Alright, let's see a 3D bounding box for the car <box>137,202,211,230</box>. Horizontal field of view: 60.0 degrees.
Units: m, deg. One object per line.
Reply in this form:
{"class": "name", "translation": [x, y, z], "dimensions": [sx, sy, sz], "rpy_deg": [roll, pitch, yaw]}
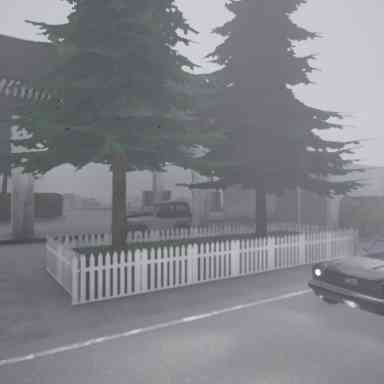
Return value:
{"class": "car", "translation": [-1.177, 1.556, 23.010], "dimensions": [4.611, 1.667, 2.242], "rpy_deg": [0, 0, -33]}

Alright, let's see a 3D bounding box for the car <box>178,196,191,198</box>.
{"class": "car", "translation": [-1.722, 1.566, 71.805], "dimensions": [1.845, 1.501, 3.633], "rpy_deg": [0, 0, -33]}

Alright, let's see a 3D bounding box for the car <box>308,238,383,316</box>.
{"class": "car", "translation": [4.622, 1.646, 6.970], "dimensions": [4.718, 1.301, 1.895], "rpy_deg": [0, 0, -33]}

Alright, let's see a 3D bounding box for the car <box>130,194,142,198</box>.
{"class": "car", "translation": [-10.104, 1.486, 66.365], "dimensions": [2.007, 1.523, 4.514], "rpy_deg": [0, 0, -33]}

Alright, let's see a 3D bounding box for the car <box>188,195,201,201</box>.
{"class": "car", "translation": [0.712, 1.715, 95.412], "dimensions": [1.845, 1.501, 3.633], "rpy_deg": [0, 0, -33]}

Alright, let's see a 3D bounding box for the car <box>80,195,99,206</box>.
{"class": "car", "translation": [-16.235, 1.474, 53.062], "dimensions": [1.970, 1.475, 3.806], "rpy_deg": [0, 0, -33]}

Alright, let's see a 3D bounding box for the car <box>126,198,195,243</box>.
{"class": "car", "translation": [-1.702, 1.361, 15.898], "dimensions": [3.866, 1.878, 1.905], "rpy_deg": [0, 0, -33]}

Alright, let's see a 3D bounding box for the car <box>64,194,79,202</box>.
{"class": "car", "translation": [-27.813, 1.296, 76.395], "dimensions": [2.152, 1.636, 5.027], "rpy_deg": [0, 0, -33]}

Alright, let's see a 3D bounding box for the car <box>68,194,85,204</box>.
{"class": "car", "translation": [-20.913, 1.214, 60.135], "dimensions": [1.932, 1.855, 4.605], "rpy_deg": [0, 0, -33]}

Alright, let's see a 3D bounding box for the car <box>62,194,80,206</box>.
{"class": "car", "translation": [-19.350, 1.171, 51.752], "dimensions": [1.905, 1.878, 3.866], "rpy_deg": [0, 0, -33]}

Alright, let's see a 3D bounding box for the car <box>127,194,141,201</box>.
{"class": "car", "translation": [-14.906, 1.331, 85.344], "dimensions": [1.932, 1.855, 4.605], "rpy_deg": [0, 0, -33]}

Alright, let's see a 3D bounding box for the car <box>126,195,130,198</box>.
{"class": "car", "translation": [-17.111, 1.294, 83.407], "dimensions": [1.905, 1.878, 3.866], "rpy_deg": [0, 0, -33]}
